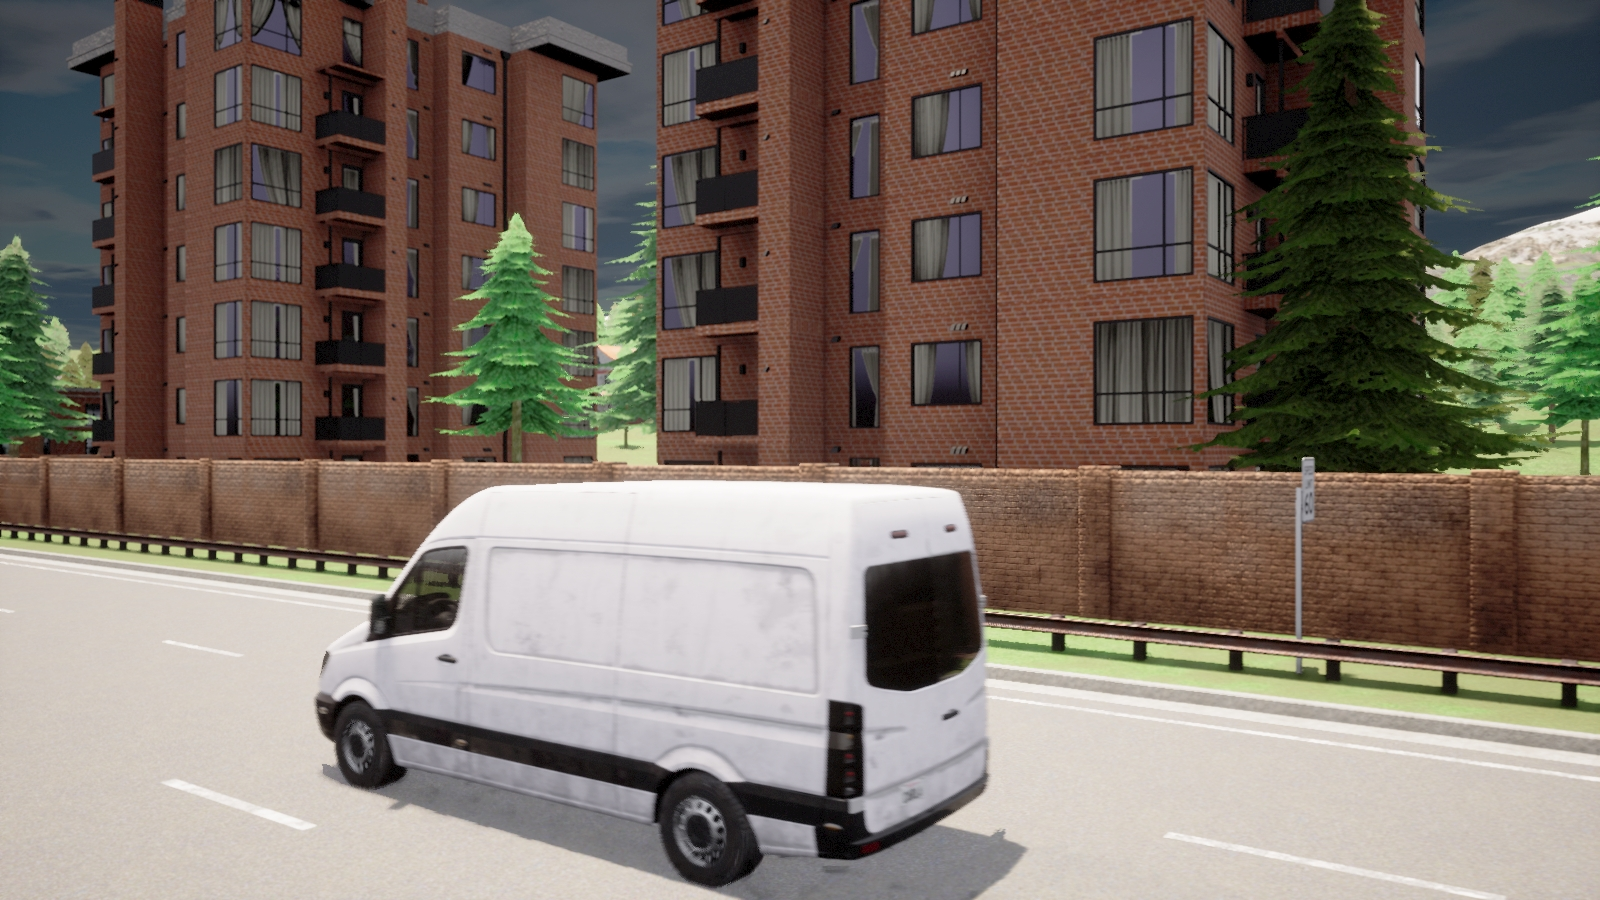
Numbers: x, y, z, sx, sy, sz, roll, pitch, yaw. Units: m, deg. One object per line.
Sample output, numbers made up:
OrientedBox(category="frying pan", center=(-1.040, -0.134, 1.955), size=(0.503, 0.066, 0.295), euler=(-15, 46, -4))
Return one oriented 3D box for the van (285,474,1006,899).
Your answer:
OrientedBox(category="van", center=(-1.514, 1.531, 9.112), size=(5.915, 2.561, 1.988), euler=(0, 0, 35))
